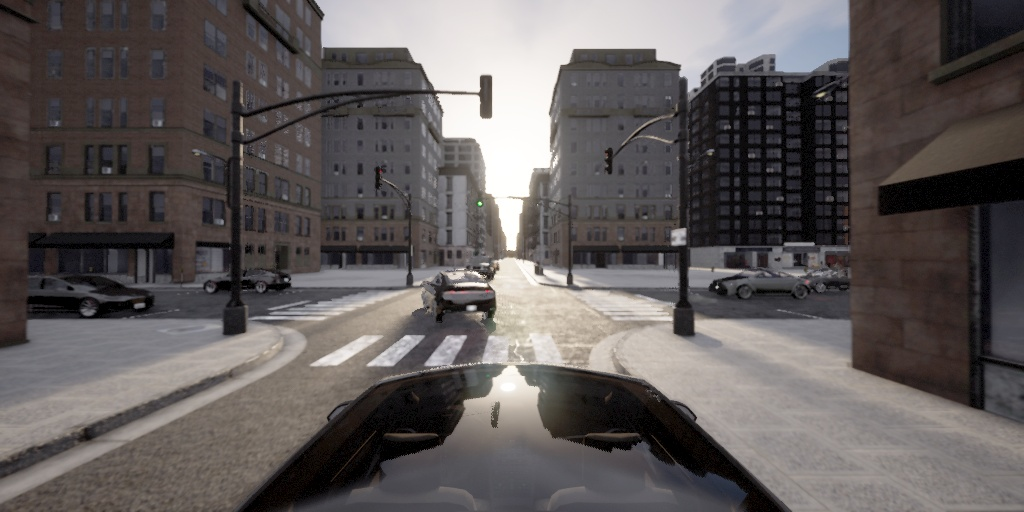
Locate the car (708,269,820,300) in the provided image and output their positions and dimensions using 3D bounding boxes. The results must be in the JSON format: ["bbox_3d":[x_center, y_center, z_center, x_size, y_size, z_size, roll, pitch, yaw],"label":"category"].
[{"bbox_3d":[12.038,1.348,17.594,4.181,1.385,1.994,0,0,0],"label":"car"}]

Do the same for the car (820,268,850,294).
[{"bbox_3d":[17.966,1.353,20.123,4.403,1.370,2.007,0,0,0],"label":"car"}]

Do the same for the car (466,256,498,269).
[{"bbox_3d":[-2.821,1.009,32.738,2.150,2.045,5.566,0,0,3],"label":"car"}]

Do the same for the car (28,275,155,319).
[{"bbox_3d":[-14.768,1.311,12.127,4.313,1.339,1.948,0,0,0],"label":"car"}]

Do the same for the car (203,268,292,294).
[{"bbox_3d":[-14.762,1.367,20.154,4.313,1.339,1.948,0,0,0],"label":"car"}]

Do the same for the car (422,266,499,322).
[{"bbox_3d":[-1.969,1.260,12.506,2.128,1.511,4.902,0,0,-20],"label":"car"}]
